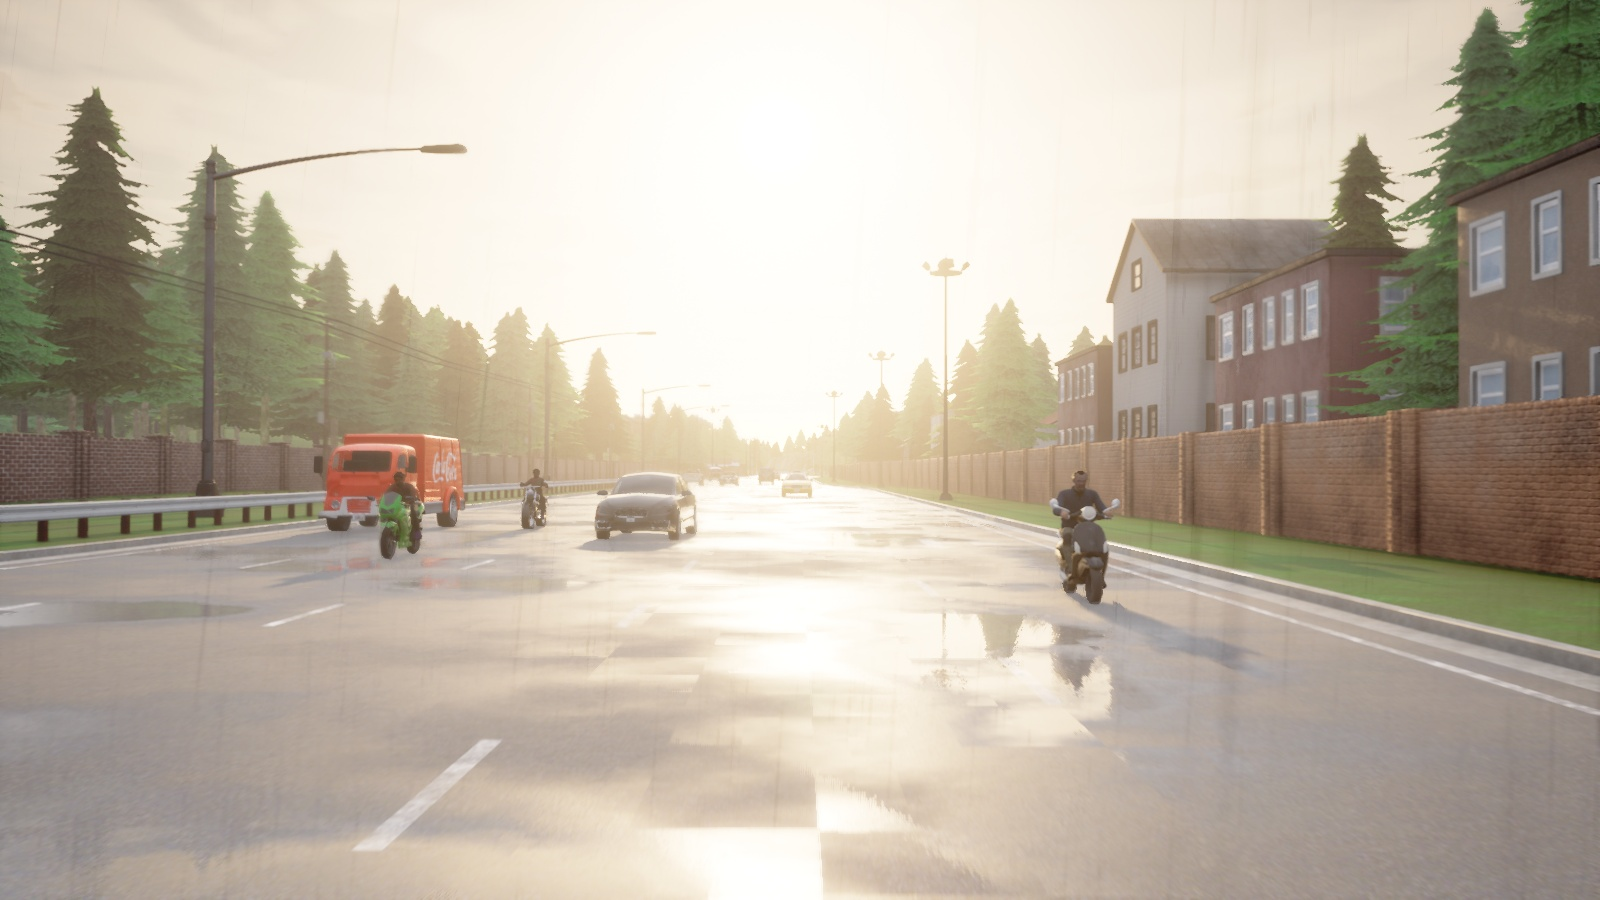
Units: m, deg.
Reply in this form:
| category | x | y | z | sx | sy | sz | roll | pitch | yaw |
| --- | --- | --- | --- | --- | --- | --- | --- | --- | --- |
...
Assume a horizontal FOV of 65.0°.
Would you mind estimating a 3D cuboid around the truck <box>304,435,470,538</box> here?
| category | x | y | z | sx | sy | sz | roll | pitch | yaw |
| --- | --- | --- | --- | --- | --- | --- | --- | --- | --- |
| truck | -10.579 | 0.918 | 32.718 | 2.627 | 2.467 | 5.204 | 0 | -1 | 0 |

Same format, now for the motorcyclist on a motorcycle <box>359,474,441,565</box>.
| category | x | y | z | sx | sy | sz | roll | pitch | yaw |
| --- | --- | --- | --- | --- | --- | --- | --- | --- | --- |
| motorcyclist on a motorcycle | -7.053 | 1.197 | 22.229 | 0.797 | 1.523 | 2.044 | 0 | -1 | 0 |

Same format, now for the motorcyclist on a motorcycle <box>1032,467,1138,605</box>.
| category | x | y | z | sx | sy | sz | roll | pitch | yaw |
| --- | --- | --- | --- | --- | --- | --- | --- | --- | --- |
| motorcyclist on a motorcycle | 3.463 | 1.013 | 15.436 | 0.866 | 1.590 | 1.817 | 0 | -1 | 0 |

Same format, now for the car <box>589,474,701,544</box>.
| category | x | y | z | sx | sy | sz | roll | pitch | yaw |
| --- | --- | --- | --- | --- | --- | --- | --- | --- | --- |
| car | -3.536 | 1.328 | 29.546 | 1.837 | 1.490 | 4.892 | 0 | -1 | 2 |

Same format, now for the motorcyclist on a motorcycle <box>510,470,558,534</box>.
| category | x | y | z | sx | sy | sz | roll | pitch | yaw |
| --- | --- | --- | --- | --- | --- | --- | --- | --- | --- |
| motorcyclist on a motorcycle | -7.079 | 1.354 | 33.510 | 0.766 | 1.649 | 2.350 | 0 | -1 | 0 |

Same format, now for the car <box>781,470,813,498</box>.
| category | x | y | z | sx | sy | sz | roll | pitch | yaw |
| --- | --- | --- | --- | --- | --- | --- | --- | --- | --- |
| car | -0.177 | 2.009 | 74.950 | 1.801 | 1.575 | 5.366 | 0 | -1 | 0 |
